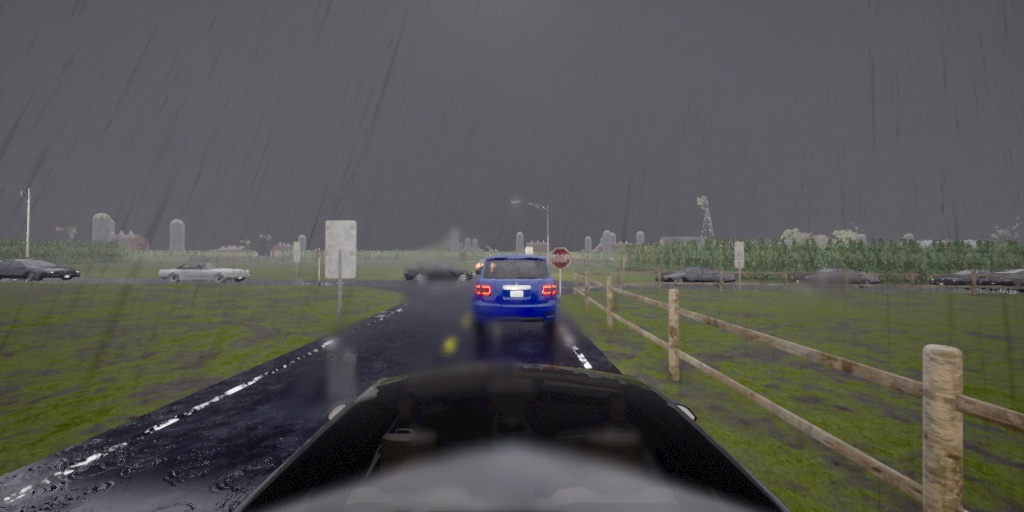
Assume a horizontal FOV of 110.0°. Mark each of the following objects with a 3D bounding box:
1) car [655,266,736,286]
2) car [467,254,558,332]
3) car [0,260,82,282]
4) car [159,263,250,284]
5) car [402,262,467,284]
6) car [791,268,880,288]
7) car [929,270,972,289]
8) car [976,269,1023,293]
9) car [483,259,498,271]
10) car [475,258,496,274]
[{"bbox_3d":[13.569,1.480,26.622,5.357,1.411,2.033,1,-1,-1],"label":"car"},{"bbox_3d":[0.057,0.970,11.010,2.150,2.045,5.566,0,0,-1],"label":"car"},{"bbox_3d":[-32.120,0.939,23.759,5.357,1.411,2.033,1,-1,0],"label":"car"},{"bbox_3d":[-20.194,1.116,23.742,4.718,1.301,1.895,1,-1,0],"label":"car"},{"bbox_3d":[-5.350,1.181,25.888,5.008,1.535,1.882,1,0,-27],"label":"car"},{"bbox_3d":[23.979,1.603,26.625,5.357,1.411,2.033,1,-1,0],"label":"car"},{"bbox_3d":[34.555,1.731,26.604,5.357,1.411,2.033,1,-1,0],"label":"car"},{"bbox_3d":[34.167,1.643,23.663,4.892,1.490,1.837,1,-1,0],"label":"car"},{"bbox_3d":[-2.940,1.190,50.561,1.882,1.535,5.008,0,0,0],"label":"car"},{"bbox_3d":[-2.925,1.077,40.656,2.097,1.767,4.553,0,0,0],"label":"car"}]
